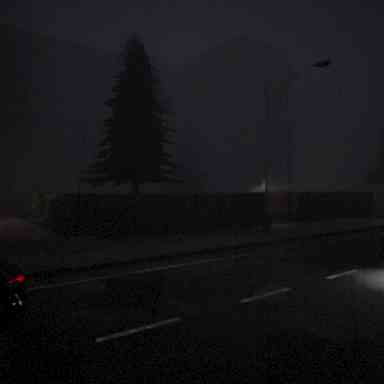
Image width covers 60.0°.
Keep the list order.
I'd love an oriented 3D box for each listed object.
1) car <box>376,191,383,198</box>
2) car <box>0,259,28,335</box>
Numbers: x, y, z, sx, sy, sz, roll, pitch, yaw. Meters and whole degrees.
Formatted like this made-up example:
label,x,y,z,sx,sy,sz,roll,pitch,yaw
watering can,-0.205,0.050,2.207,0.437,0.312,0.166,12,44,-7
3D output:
label,x,y,z,sx,sy,sz,roll,pitch,yaw
car,48.467,0.897,81.936,1.970,1.475,3.806,0,0,-36
car,-4.751,1.571,4.893,4.181,1.385,1.994,0,0,-35
